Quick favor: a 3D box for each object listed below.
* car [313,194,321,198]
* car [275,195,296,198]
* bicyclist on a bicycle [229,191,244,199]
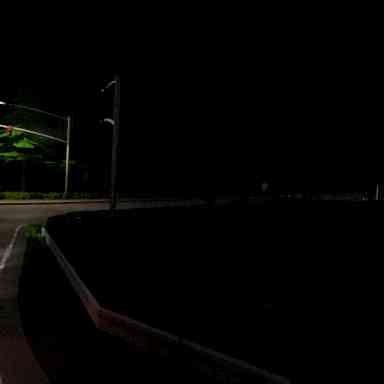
[{"bbox_3d":[21.982,0.693,60.340,1.837,1.490,4.892,5,3,37],"label":"car"},{"bbox_3d":[14.118,0.712,50.033,2.128,1.511,4.902,5,3,38],"label":"car"},{"bbox_3d":[4.424,0.694,31.885,1.656,1.620,0.582,41,23,28],"label":"bicyclist on a bicycle"}]
